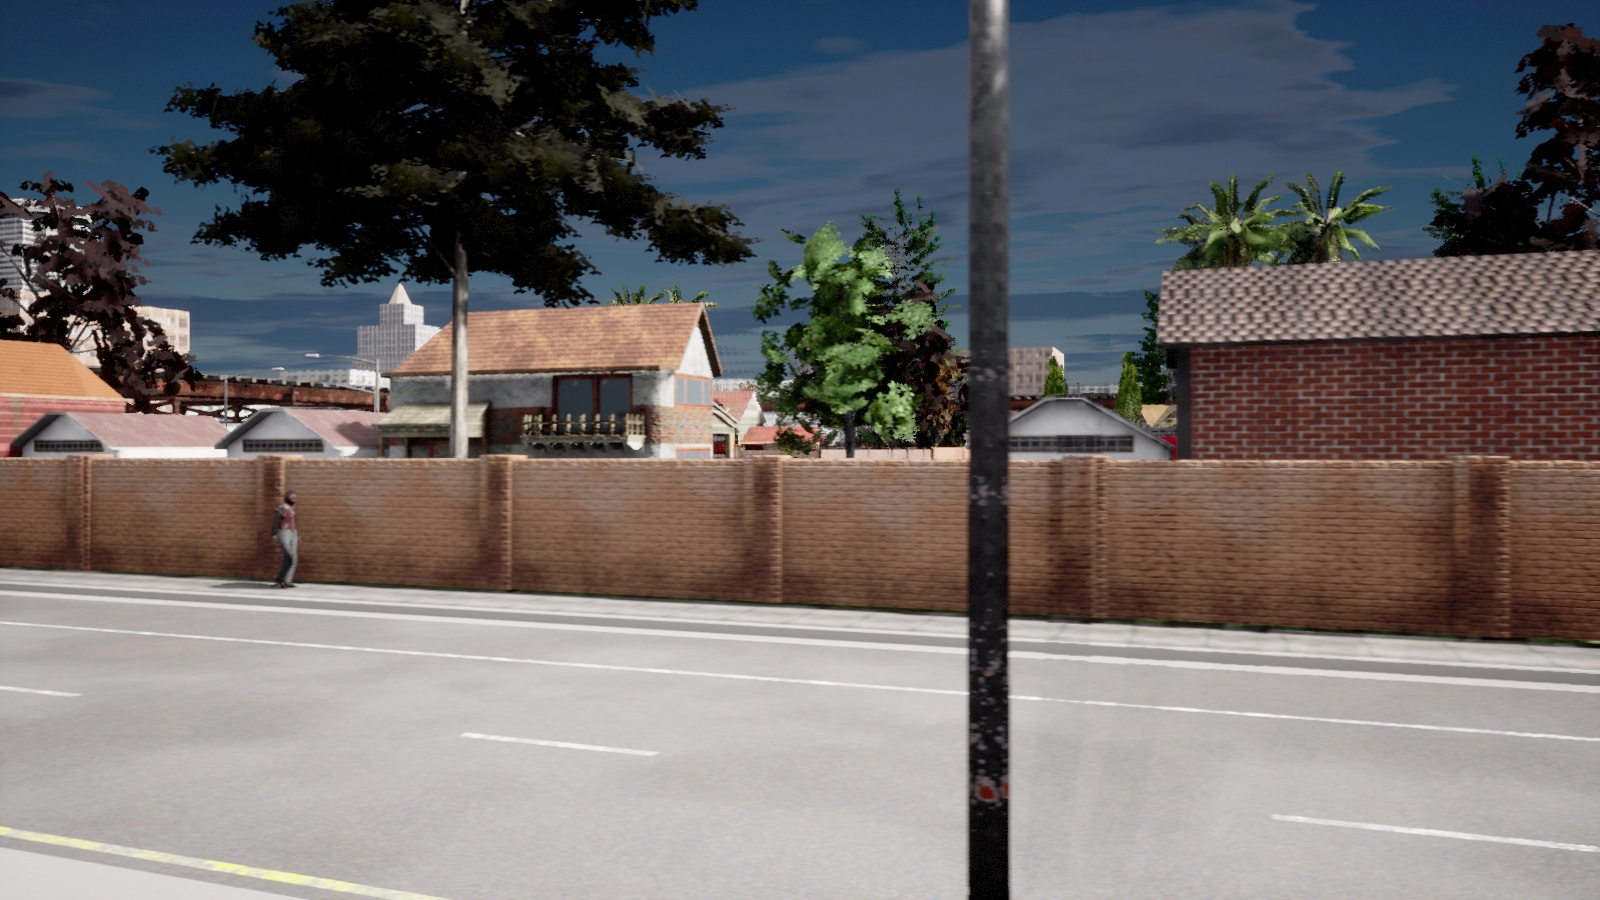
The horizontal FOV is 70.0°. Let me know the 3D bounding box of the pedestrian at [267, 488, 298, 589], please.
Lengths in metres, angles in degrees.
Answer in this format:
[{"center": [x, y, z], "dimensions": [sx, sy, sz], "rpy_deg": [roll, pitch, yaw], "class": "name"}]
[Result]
[{"center": [-9.713, 1.660, 21.457], "dimensions": [0.375, 1.860, 0.375], "rpy_deg": [0, 0, 21], "class": "pedestrian"}]
